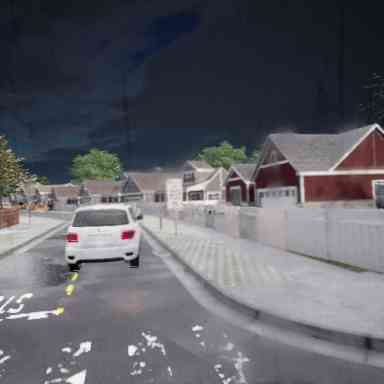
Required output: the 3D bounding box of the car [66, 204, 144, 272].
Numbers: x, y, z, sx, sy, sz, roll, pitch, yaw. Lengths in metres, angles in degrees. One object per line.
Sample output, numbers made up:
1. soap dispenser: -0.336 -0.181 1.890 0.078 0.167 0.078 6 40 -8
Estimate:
1. car: -2.970 1.461 12.026 2.150 2.045 5.566 -2 -1 -8
